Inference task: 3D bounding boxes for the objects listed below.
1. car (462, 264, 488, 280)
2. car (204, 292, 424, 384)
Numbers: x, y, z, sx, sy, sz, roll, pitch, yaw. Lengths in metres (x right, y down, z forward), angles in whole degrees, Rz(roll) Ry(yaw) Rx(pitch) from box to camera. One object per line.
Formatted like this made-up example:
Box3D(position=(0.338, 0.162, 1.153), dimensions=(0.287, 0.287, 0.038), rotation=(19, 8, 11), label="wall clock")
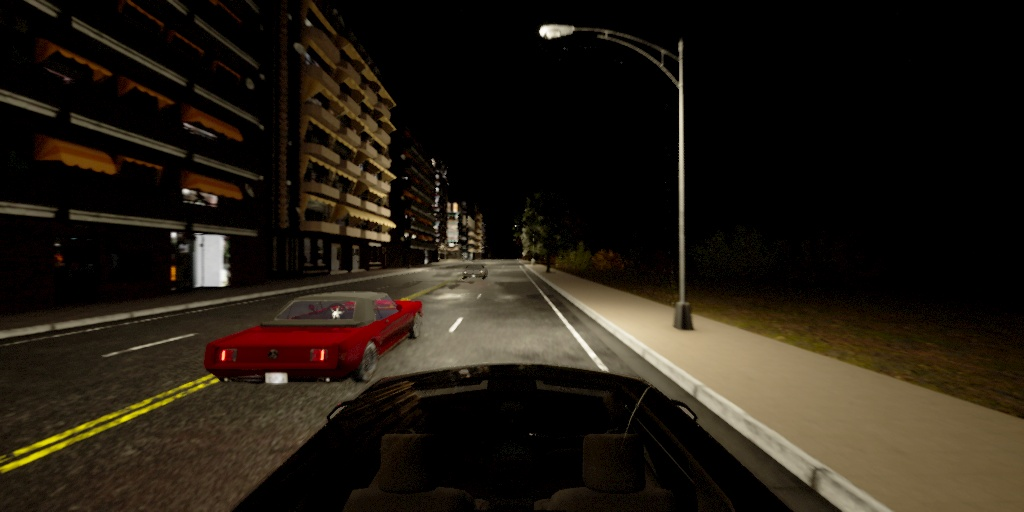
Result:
Box3D(position=(-3.156, 1.350, 31.657), dimensions=(1.895, 1.301, 4.718), rotation=(0, 0, 0), label="car")
Box3D(position=(-3.152, 1.351, 7.026), dimensions=(1.895, 1.301, 4.718), rotation=(0, 0, 0), label="car")
